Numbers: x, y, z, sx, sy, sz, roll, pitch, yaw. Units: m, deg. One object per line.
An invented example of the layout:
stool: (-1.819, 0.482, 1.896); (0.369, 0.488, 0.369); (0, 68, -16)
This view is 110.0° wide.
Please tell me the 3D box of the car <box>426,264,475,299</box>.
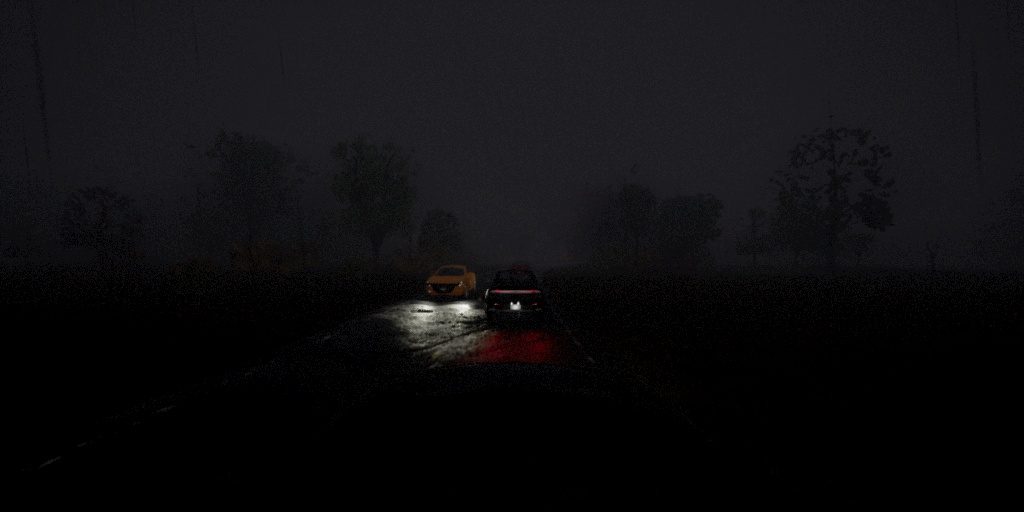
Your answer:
car: (-2.991, 1.210, 18.357); (1.882, 1.535, 5.008); (0, 0, 1)

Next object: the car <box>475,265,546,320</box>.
car: (0.109, 1.232, 12.590); (2.128, 1.511, 4.902); (0, 0, 0)

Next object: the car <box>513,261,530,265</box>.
car: (0.881, 1.199, 32.869); (1.882, 1.535, 5.008); (0, 0, 4)
